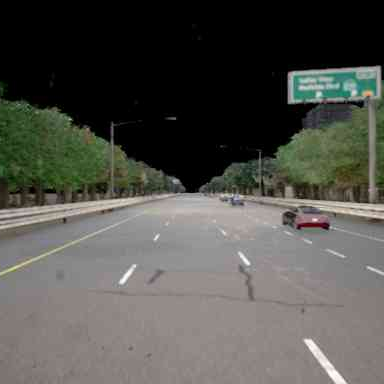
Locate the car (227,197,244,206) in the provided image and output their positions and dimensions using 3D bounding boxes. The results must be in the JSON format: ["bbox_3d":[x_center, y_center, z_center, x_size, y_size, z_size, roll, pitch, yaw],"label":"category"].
[{"bbox_3d":[7.043,1.516,52.814,1.812,1.442,4.674,0,0,0],"label":"car"}]

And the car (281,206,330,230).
[{"bbox_3d":[7.013,1.560,20.956,1.994,1.385,4.181,0,0,0],"label":"car"}]

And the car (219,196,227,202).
[{"bbox_3d":[7.066,1.577,74.528,1.895,1.301,4.718,0,0,0],"label":"car"}]
